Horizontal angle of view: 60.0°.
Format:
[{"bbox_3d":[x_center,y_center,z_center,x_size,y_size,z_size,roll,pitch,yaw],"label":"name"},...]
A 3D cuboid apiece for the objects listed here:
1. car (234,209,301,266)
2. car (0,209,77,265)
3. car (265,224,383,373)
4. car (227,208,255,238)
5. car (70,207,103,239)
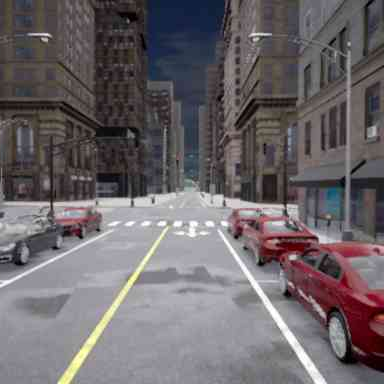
[{"bbox_3d":[2.757,1.489,11.196,1.887,1.381,4.507,-1,0,0],"label":"car"},{"bbox_3d":[-5.768,1.496,11.199,2.008,1.369,4.403,-1,0,0],"label":"car"},{"bbox_3d":[2.755,1.516,5.690,1.887,1.381,4.507,-1,0,0],"label":"car"},{"bbox_3d":[2.759,1.463,16.701,1.887,1.381,4.507,-1,0,0],"label":"car"},{"bbox_3d":[-5.766,1.463,16.704,1.887,1.381,4.507,-1,0,0],"label":"car"}]
